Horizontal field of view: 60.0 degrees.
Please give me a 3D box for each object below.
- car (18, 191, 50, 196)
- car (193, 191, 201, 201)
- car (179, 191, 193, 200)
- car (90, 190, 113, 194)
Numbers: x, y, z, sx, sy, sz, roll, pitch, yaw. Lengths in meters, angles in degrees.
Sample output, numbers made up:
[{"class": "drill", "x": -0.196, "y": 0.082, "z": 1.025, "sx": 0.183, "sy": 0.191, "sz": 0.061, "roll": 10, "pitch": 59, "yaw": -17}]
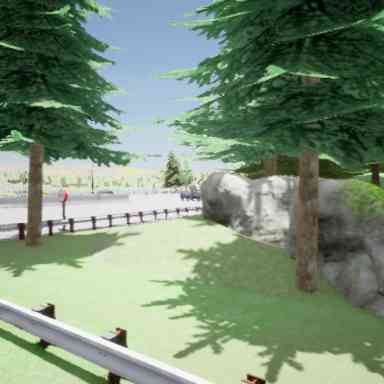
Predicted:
[{"class": "car", "x": -25.645, "y": 0.469, "z": 54.193, "sx": 1.882, "sy": 1.535, "sz": 5.008, "roll": 1, "pitch": 1, "yaw": 35}, {"class": "car", "x": 2.722, "y": 0.602, "z": 52.371, "sx": 2.128, "sy": 1.511, "sz": 4.902, "roll": 1, "pitch": 1, "yaw": 34}, {"class": "car", "x": -0.219, "y": 0.588, "z": 54.272, "sx": 1.812, "sy": 1.442, "sz": 4.674, "roll": 1, "pitch": 1, "yaw": 34}, {"class": "car", "x": -17.882, "y": 0.282, "z": 65.650, "sx": 2.128, "sy": 1.511, "sz": 4.902, "roll": 1, "pitch": 1, "yaw": 34}]
